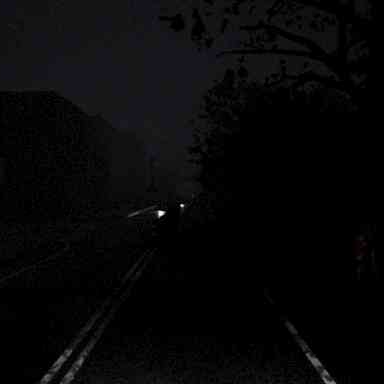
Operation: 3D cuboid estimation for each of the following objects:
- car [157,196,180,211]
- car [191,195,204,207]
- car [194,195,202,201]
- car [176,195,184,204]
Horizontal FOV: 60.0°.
[{"bbox_3d":[-2.887,1.489,38.984,1.994,1.385,4.181,0,0,1],"label":"car"},{"bbox_3d":[0.768,1.428,47.768,2.033,1.411,5.357,0,0,1],"label":"car"},{"bbox_3d":[1.415,1.309,75.793,1.895,1.301,4.718,0,0,1],"label":"car"},{"bbox_3d":[-2.361,1.337,57.476,1.837,1.490,4.892,0,0,2],"label":"car"}]
